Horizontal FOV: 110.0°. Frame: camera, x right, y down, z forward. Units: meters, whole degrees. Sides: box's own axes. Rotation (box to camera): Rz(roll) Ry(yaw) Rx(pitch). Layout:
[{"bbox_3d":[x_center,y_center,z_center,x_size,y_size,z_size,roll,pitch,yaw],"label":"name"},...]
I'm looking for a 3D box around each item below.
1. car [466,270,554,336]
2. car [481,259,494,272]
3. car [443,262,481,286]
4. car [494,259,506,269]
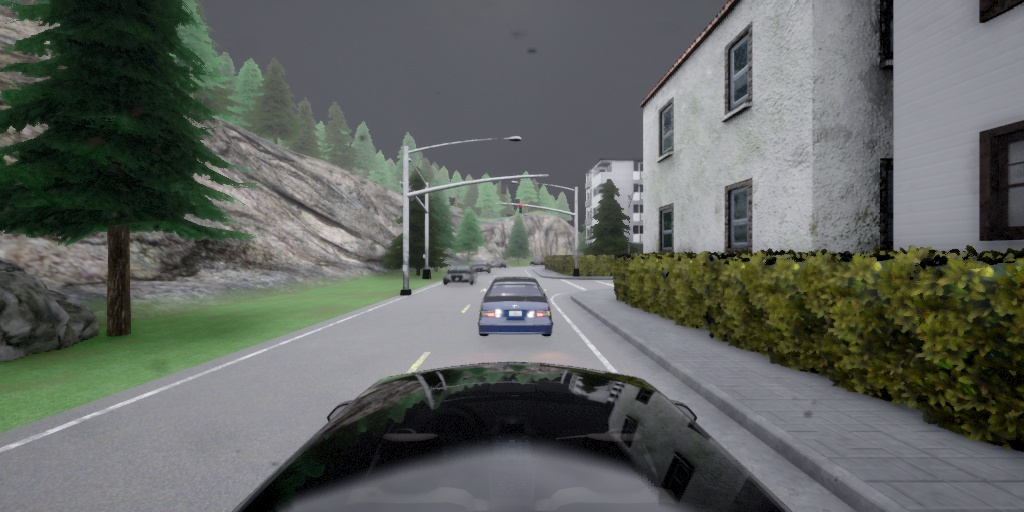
[{"bbox_3d":[0.088,1.297,10.313,2.033,1.411,5.357,0,0,0],"label":"car"},{"bbox_3d":[-3.460,1.313,40.672,1.994,1.385,4.181,0,0,1],"label":"car"},{"bbox_3d":[-3.570,1.314,25.266,1.994,1.385,4.181,0,0,0],"label":"car"},{"bbox_3d":[-2.238,1.241,55.753,2.128,1.511,4.902,0,0,15],"label":"car"}]
